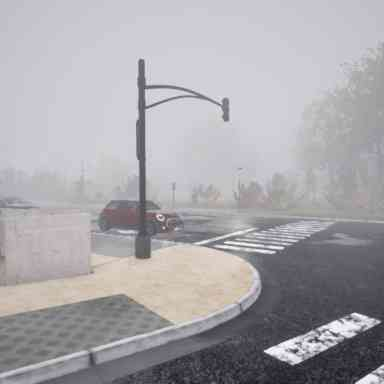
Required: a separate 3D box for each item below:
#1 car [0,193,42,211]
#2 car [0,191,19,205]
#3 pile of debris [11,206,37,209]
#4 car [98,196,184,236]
[{"bbox_3d":[-12.444,1.097,23.039,4.902,1.511,2.128,1,1,31],"label":"car"},{"bbox_3d":[-23.849,0.723,41.056,4.902,1.511,2.128,1,1,29],"label":"car"},{"bbox_3d":[-16.862,1.584,33.355,1.860,0.140,1.500,1,1,30],"label":"pile of debris"},{"bbox_3d":[-2.604,1.135,16.943,4.553,1.767,2.097,1,1,32],"label":"car"}]
